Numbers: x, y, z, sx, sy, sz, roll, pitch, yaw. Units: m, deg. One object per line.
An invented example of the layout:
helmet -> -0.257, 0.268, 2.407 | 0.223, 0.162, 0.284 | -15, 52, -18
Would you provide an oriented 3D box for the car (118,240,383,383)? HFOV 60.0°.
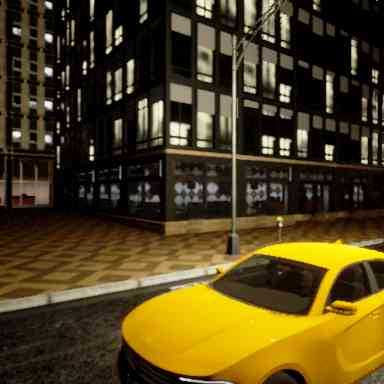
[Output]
car -> 1.501, 1.479, 4.448 | 5.008, 1.535, 1.882 | 0, 0, -35
